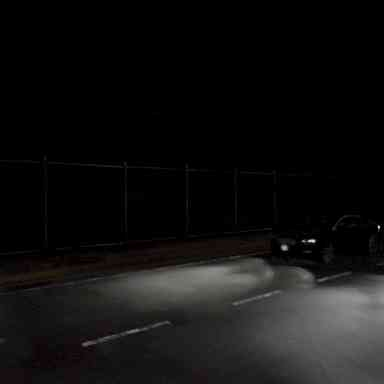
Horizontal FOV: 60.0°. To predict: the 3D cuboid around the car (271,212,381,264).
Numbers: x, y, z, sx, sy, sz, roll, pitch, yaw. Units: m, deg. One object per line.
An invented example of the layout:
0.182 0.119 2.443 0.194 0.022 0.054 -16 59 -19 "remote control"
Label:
4.889 1.491 11.921 4.902 1.511 2.128 0 0 -36 "car"
